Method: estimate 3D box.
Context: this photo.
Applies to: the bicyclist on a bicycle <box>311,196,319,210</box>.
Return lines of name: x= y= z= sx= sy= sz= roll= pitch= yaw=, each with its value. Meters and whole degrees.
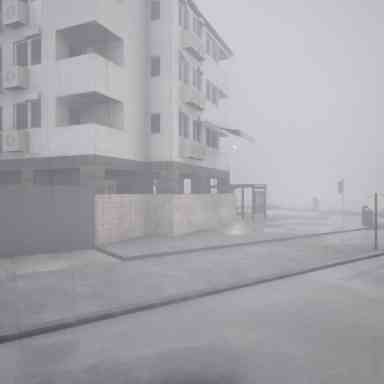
bicyclist on a bicycle: x=14.628 y=1.349 z=39.528 sx=1.656 sy=1.620 sz=0.582 roll=0 pitch=0 yaw=-35
